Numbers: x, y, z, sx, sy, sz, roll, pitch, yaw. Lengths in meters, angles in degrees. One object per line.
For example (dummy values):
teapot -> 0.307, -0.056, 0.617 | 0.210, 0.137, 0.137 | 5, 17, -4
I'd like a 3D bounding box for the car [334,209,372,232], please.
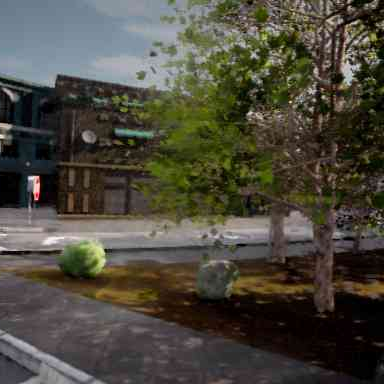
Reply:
car -> 11.110, 1.902, 23.437 | 4.181, 1.385, 1.994 | 1, 3, -33
